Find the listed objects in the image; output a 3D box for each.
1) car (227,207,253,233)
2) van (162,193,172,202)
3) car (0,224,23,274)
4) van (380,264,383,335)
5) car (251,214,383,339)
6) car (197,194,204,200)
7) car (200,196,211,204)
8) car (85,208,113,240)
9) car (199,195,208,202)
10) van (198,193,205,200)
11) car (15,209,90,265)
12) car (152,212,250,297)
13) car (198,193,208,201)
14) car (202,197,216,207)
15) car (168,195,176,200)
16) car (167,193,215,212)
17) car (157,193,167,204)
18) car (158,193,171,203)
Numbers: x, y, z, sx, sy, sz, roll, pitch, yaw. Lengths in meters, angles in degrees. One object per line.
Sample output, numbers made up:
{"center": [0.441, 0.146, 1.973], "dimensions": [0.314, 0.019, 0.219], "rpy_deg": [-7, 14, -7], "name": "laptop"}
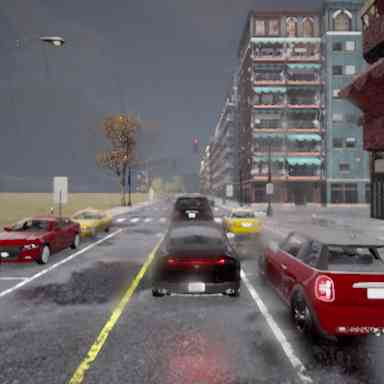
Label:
{"center": [2.554, 1.499, 17.814], "dimensions": [1.752, 1.417, 4.829], "rpy_deg": [1, 0, 0], "name": "car"}
{"center": [-5.384, 1.236, 72.303], "dimensions": [1.690, 1.788, 3.998], "rpy_deg": [1, 0, 0], "name": "van"}
{"center": [-5.313, 1.541, 6.136], "dimensions": [2.008, 1.369, 4.403], "rpy_deg": [1, 0, 0], "name": "car"}
{"center": [2.575, 1.339, 1.009], "dimensions": [1.690, 1.788, 3.998], "rpy_deg": [1, 0, 0], "name": "van"}
{"center": [2.568, 1.430, 6.555], "dimensions": [1.967, 1.590, 4.097], "rpy_deg": [1, 0, 0], "name": "car"}
{"center": [2.468, 1.389, 95.617], "dimensions": [1.752, 1.417, 4.829], "rpy_deg": [1, 0, 0], "name": "car"}
{"center": [2.505, 1.492, 61.481], "dimensions": [1.802, 1.307, 4.206], "rpy_deg": [1, 0, 0], "name": "car"}
{"center": [-5.325, 1.500, 17.039], "dimensions": [1.752, 1.417, 4.829], "rpy_deg": [1, 0, 0], "name": "car"}
{"center": [2.493, 1.460, 72.803], "dimensions": [1.947, 1.339, 4.313], "rpy_deg": [1, 0, 0], "name": "car"}
{"center": [2.477, 1.212, 89.786], "dimensions": [1.690, 1.788, 3.998], "rpy_deg": [1, 0, 0], "name": "van"}
{"center": [-5.319, 1.527, 11.673], "dimensions": [1.887, 1.381, 4.507], "rpy_deg": [1, 0, 0], "name": "car"}
{"center": [0.090, 1.492, 8.513], "dimensions": [1.837, 1.490, 4.892], "rpy_deg": [0, 0, 0], "name": "car"}
{"center": [2.489, 1.202, 78.463], "dimensions": [2.192, 1.841, 5.009], "rpy_deg": [1, 0, 0], "name": "car"}
{"center": [2.518, 1.477, 50.158], "dimensions": [2.008, 1.369, 4.403], "rpy_deg": [1, 0, 0], "name": "car"}
{"center": [-5.406, 1.454, 89.266], "dimensions": [1.802, 1.307, 4.206], "rpy_deg": [1, 0, 0], "name": "car"}
{"center": [0.060, 1.194, 18.367], "dimensions": [2.150, 2.045, 5.566], "rpy_deg": [0, 0, 1], "name": "car"}
{"center": [-5.373, 1.351, 60.995], "dimensions": [1.967, 1.590, 4.097], "rpy_deg": [1, 0, 0], "name": "car"}
{"center": [-5.378, 1.218, 66.649], "dimensions": [2.192, 1.841, 5.009], "rpy_deg": [1, 0, 0], "name": "car"}
